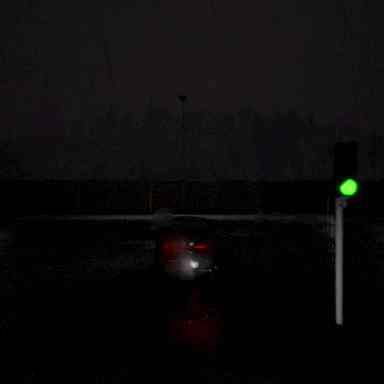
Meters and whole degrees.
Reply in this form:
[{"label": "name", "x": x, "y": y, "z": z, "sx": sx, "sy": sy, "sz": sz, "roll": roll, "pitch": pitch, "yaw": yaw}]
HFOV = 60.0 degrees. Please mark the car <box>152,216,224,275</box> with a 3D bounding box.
[{"label": "car", "x": -0.233, "y": 1.519, "z": 10.541, "sx": 1.837, "sy": 1.490, "sz": 4.892, "roll": 0, "pitch": 0, "yaw": -6}]
